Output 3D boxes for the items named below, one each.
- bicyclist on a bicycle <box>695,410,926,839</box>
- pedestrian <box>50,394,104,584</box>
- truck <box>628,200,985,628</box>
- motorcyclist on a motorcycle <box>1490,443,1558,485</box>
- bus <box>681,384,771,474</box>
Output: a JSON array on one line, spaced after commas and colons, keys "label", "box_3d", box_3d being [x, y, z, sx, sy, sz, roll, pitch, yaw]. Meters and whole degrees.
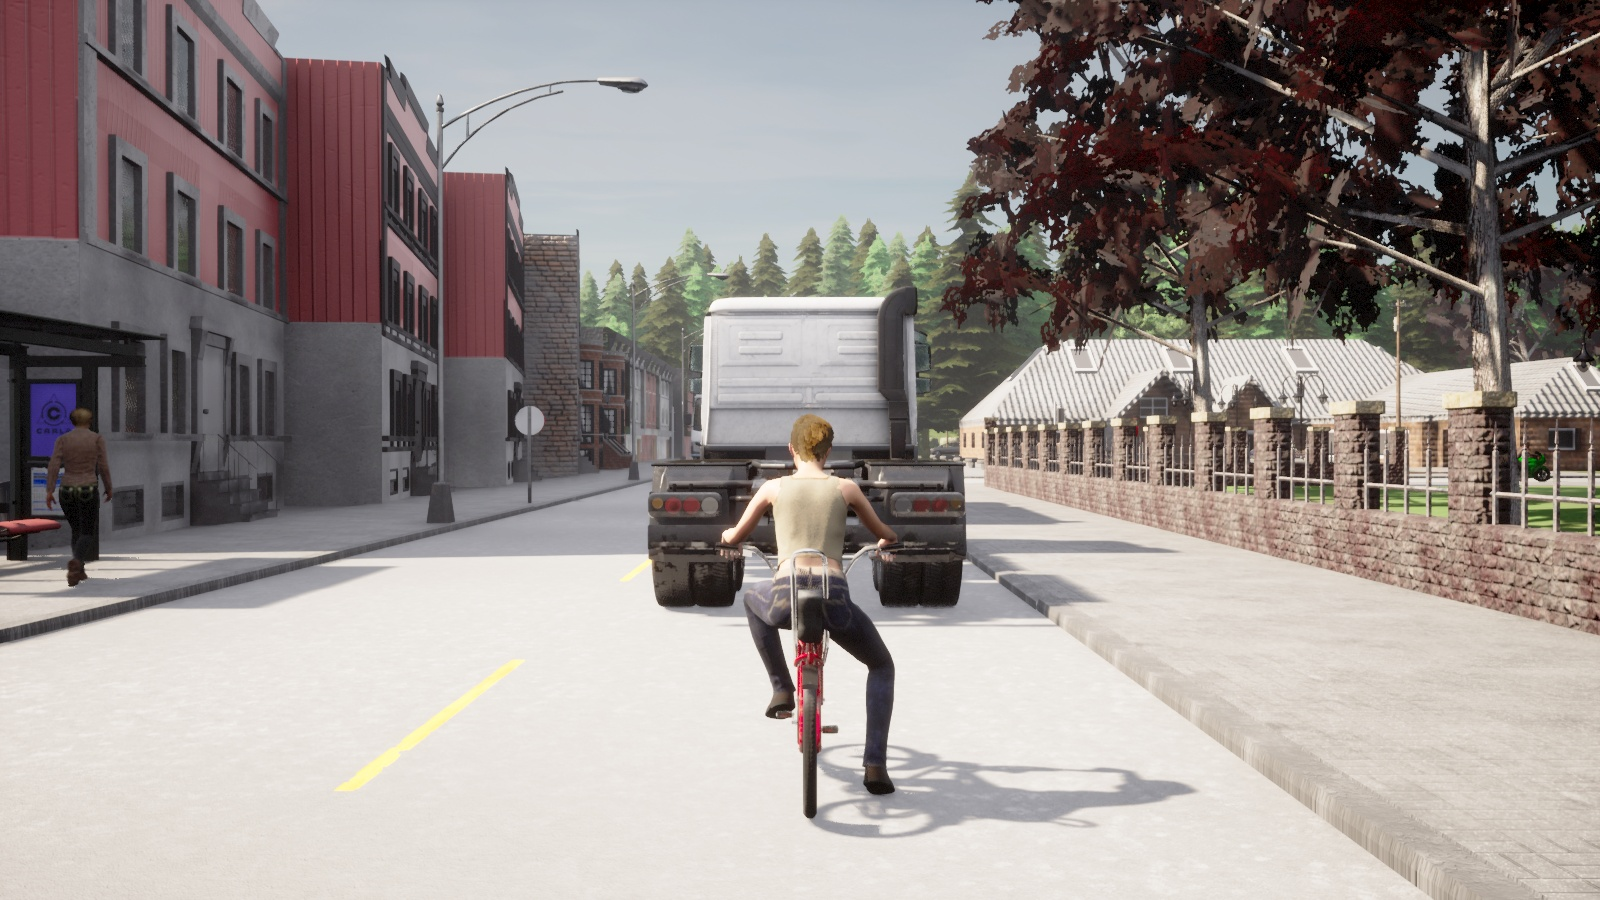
[{"label": "bicyclist on a bicycle", "box_3d": [0.043, 0.652, 5.474, 0.866, 1.612, 1.509, 0, 0, 0]}, {"label": "pedestrian", "box_3d": [-7.217, 0.378, 12.546, 0.331, 1.846, 0.634, 0, 0, -17]}, {"label": "truck", "box_3d": [0.096, -0.316, 14.136, 2.891, 3.462, 7.936, 0, 0, 1]}, {"label": "motorcyclist on a motorcycle", "box_3d": [26.496, 0.489, 45.987, 2.044, 1.523, 0.797, 0, 0, -1]}, {"label": "bus", "box_3d": [-3.620, -0.999, 64.440, 3.944, 4.253, 10.273, 0, 0, 0]}]
